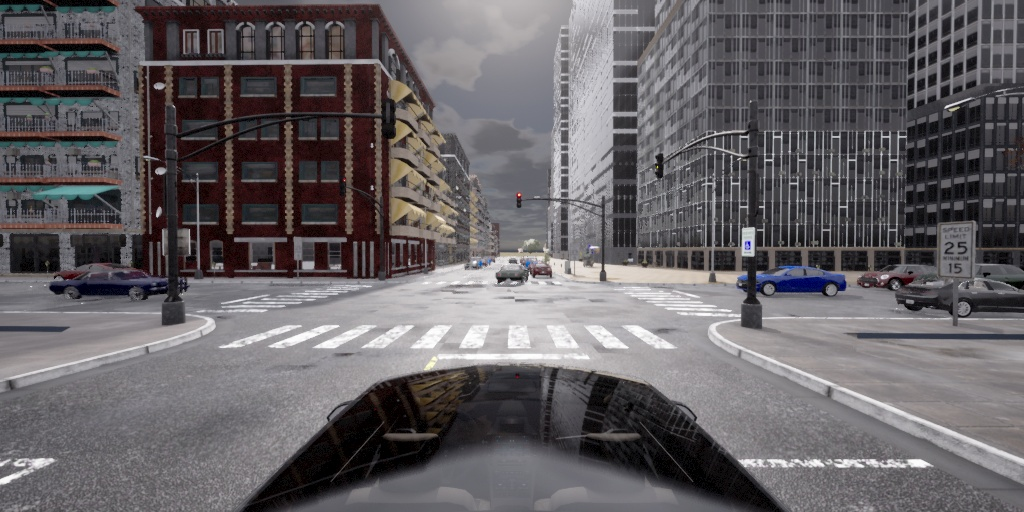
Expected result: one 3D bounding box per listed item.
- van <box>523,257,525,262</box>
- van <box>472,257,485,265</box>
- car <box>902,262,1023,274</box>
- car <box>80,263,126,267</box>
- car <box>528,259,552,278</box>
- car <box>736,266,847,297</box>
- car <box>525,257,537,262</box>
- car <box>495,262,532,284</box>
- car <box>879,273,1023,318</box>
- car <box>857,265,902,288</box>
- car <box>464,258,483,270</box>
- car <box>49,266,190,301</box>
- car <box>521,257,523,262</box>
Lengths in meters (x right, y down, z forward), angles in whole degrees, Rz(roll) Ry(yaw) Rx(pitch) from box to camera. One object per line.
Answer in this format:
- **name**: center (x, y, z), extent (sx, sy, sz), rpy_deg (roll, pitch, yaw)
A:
- **van**: center (2.773, 1.042, 50.369), extent (1.690, 1.789, 3.998), rpy_deg (0, 0, 0)
- **van**: center (-5.562, 1.033, 56.001), extent (1.690, 1.789, 3.998), rpy_deg (0, 0, 0)
- **car**: center (24.147, 1.188, 18.876), extent (4.553, 1.767, 2.097), rpy_deg (0, 1, 1)
- **car**: center (-25.808, 1.108, 22.389), extent (4.507, 1.381, 1.888), rpy_deg (0, 0, 1)
- **car**: center (2.732, 1.270, 33.431), extent (1.888, 1.381, 4.507), rpy_deg (0, 0, 0)
- **car**: center (14.687, 1.269, 19.036), extent (5.008, 1.535, 1.882), rpy_deg (0, 1, 2)
- **car**: center (2.746, 1.157, 39.077), extent (1.967, 1.591, 4.097), rpy_deg (0, 0, 0)
- **car**: center (0.096, 1.334, 26.877), extent (1.895, 1.301, 4.718), rpy_deg (0, 0, 9)
- **car**: center (16.742, 1.445, 13.091), extent (4.403, 1.370, 2.007), rpy_deg (0, 0, 1)
- **car**: center (23.421, 1.229, 21.622), extent (4.097, 1.591, 1.967), rpy_deg (0, 0, 1)
- **car**: center (-5.575, 1.267, 50.355), extent (1.948, 1.339, 4.313), rpy_deg (0, 0, 0)
- **car**: center (-17.691, 1.294, 16.353), extent (4.718, 1.301, 1.895), rpy_deg (0, 1, 1)
- **car**: center (2.786, 1.237, 56.015), extent (1.888, 1.381, 4.507), rpy_deg (0, 0, 0)
